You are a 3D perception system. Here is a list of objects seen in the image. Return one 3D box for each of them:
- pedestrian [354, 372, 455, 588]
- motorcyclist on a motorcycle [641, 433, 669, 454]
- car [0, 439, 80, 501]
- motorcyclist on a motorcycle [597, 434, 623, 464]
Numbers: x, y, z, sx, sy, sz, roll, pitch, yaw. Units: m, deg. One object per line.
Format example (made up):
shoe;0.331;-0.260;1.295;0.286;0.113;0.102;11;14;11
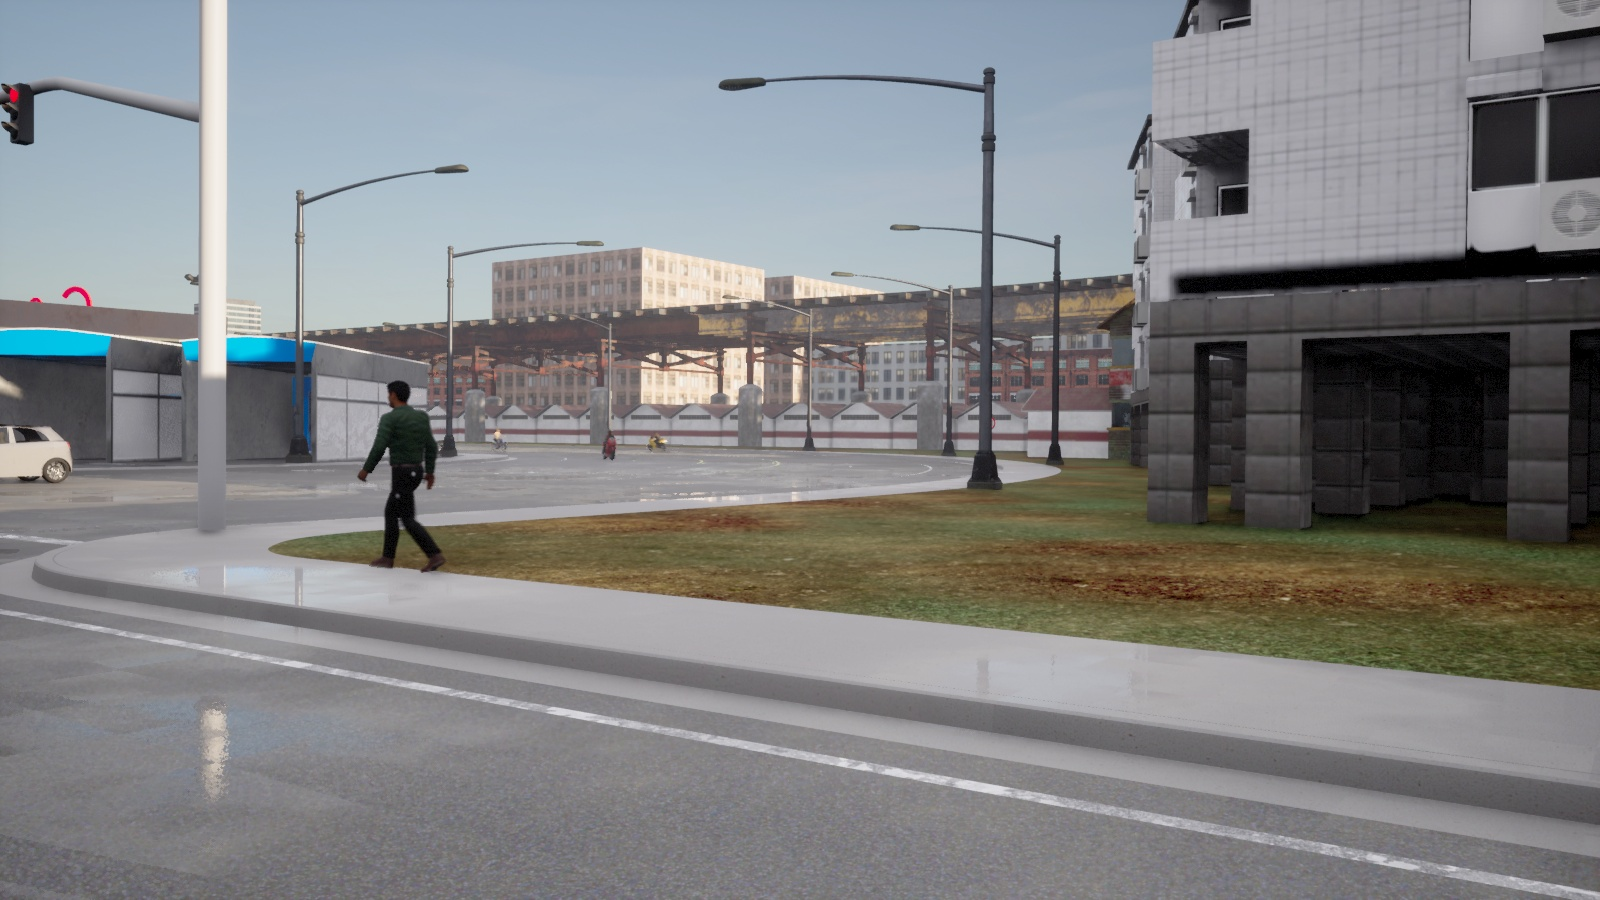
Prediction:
pedestrian;-3.673;0.267;11.674;0.788;1.949;0.423;0;1;25
motorcyclist on a motorcycle;-10.813;-0.466;93.531;2.044;1.523;0.797;0;4;42
car;-20.440;0.500;31.538;1.845;1.501;3.633;0;1;35
motorcyclist on a motorcycle;-9.561;-0.061;63.038;0.797;1.523;2.044;0;0;-24
